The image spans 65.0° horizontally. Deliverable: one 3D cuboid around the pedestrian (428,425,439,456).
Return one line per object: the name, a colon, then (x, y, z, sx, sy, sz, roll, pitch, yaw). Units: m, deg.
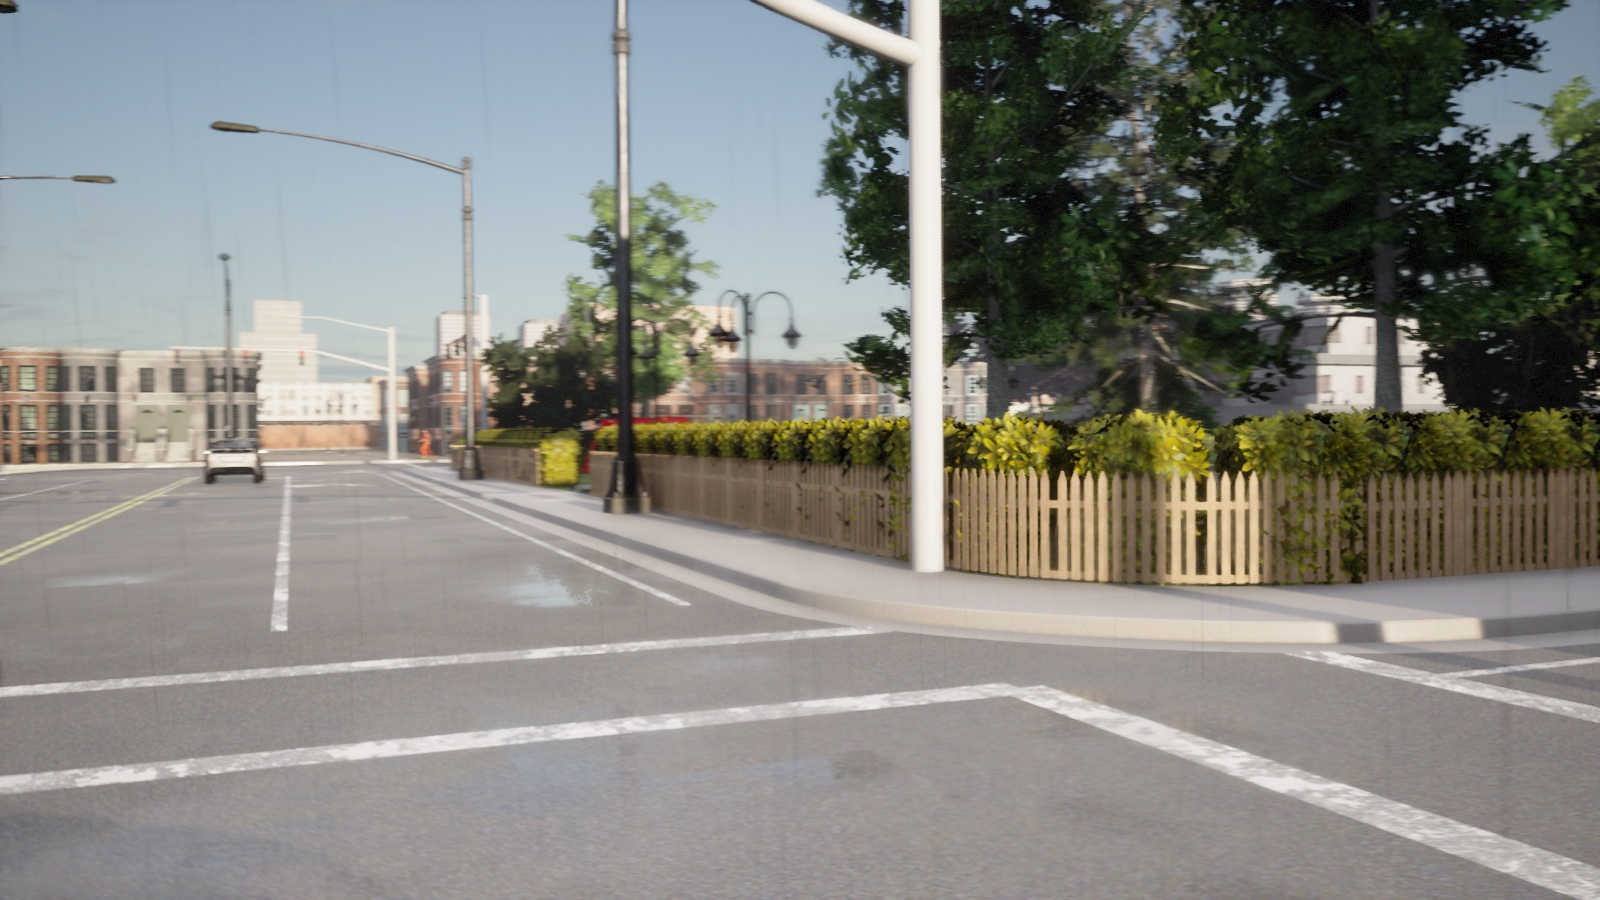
pedestrian: (-21.559, -0.548, 73.915, 0.594, 1.836, 0.345, 0, 1, -23)

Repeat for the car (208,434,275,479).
car: (-19.787, 0.184, 44.626, 2.007, 1.525, 4.514, 0, 1, -22)
